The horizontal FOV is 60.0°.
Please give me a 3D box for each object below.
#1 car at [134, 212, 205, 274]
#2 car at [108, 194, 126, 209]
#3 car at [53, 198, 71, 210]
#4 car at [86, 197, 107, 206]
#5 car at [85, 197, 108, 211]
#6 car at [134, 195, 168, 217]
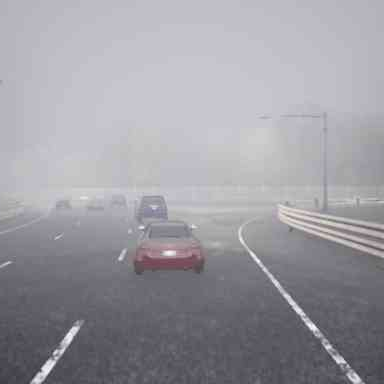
[{"bbox_3d":[-0.771,1.566,10.680,1.994,1.385,4.181,0,0,-5],"label":"car"},{"bbox_3d":[-10.915,1.254,47.499,2.150,2.045,5.566,0,0,-25],"label":"car"},{"bbox_3d":[-17.395,1.559,44.677,1.837,1.490,4.892,0,0,-24],"label":"car"},{"bbox_3d":[-16.816,1.599,58.385,2.033,1.411,5.357,0,0,-32],"label":"car"},{"bbox_3d":[-12.207,1.601,41.764,1.994,1.385,4.181,0,0,-22],"label":"car"},{"bbox_3d":[-3.276,1.231,25.966,2.150,2.045,5.566,0,0,-13],"label":"car"}]
